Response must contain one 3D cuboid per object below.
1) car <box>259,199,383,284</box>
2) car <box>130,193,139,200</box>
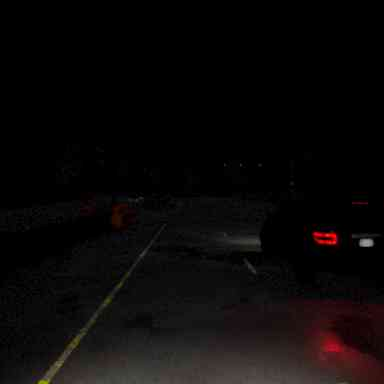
[{"bbox_3d":[3.581,1.207,9.679,2.150,2.045,5.566,0,-1,-2],"label":"car"},{"bbox_3d":[-14.589,1.168,84.934,2.033,1.411,5.357,0,0,0],"label":"car"}]
